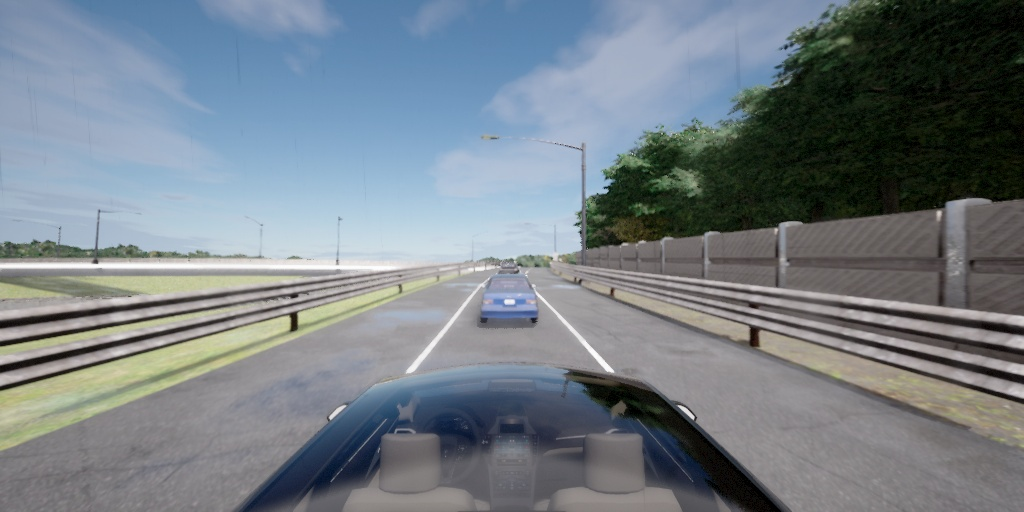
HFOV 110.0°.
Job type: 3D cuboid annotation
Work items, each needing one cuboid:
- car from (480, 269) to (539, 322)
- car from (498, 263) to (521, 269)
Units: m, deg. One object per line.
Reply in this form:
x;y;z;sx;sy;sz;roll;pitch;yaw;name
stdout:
-0.113;1.338;12.537;2.033;1.411;5.357;0;0;-1;car
-0.237;1.349;32.901;2.128;1.511;4.902;0;0;1;car
